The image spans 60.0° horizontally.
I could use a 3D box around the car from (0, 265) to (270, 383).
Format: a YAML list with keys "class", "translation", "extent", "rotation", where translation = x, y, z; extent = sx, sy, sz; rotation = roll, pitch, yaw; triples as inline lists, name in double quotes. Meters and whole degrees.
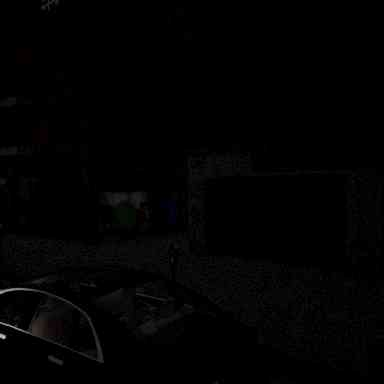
- class: "car"
  translation: [-1.339, 1.551, 3.803]
  extent: [4.403, 1.369, 2.008]
  rotation: [0, 0, 36]
